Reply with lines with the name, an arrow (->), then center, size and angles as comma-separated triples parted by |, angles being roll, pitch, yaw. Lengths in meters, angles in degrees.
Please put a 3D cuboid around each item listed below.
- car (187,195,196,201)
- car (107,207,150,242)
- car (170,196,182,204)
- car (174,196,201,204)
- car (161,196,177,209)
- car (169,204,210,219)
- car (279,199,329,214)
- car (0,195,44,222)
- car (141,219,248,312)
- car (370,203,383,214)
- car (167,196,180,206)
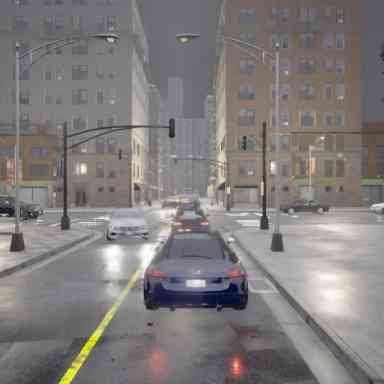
car -> -0.103, 1.583, 86.314 | 2.128, 1.511, 4.902 | 0, 0, 0
car -> -3.160, 1.525, 16.749 | 1.812, 1.442, 4.674 | 1, 0, -11
car -> -3.074, 1.586, 65.778 | 2.033, 1.411, 5.357 | 0, 0, 1
car -> -0.172, 1.499, 37.302 | 2.128, 1.511, 4.902 | 0, 0, 9
car -> -3.072, 1.617, 44.848 | 1.895, 1.301, 4.718 | 0, 0, 0
car -> -0.085, 1.525, 16.551 | 1.812, 1.442, 4.674 | 0, 0, -1
car -> 11.161, 1.450, 33.319 | 4.892, 1.490, 1.837 | 0, 0, 0
car -> -14.861, 1.270, 26.456 | 5.566, 2.045, 2.150 | 0, 0, 0
car -> 0.084, 1.564, 7.807 | 1.994, 1.385, 4.181 | 0, 0, 0
car -> 20.442, 1.439, 33.372 | 4.674, 1.442, 1.812 | 0, 0, 0
car -> -3.098, 1.505, 55.140 | 1.882, 1.535, 5.008 | 0, 0, 0
